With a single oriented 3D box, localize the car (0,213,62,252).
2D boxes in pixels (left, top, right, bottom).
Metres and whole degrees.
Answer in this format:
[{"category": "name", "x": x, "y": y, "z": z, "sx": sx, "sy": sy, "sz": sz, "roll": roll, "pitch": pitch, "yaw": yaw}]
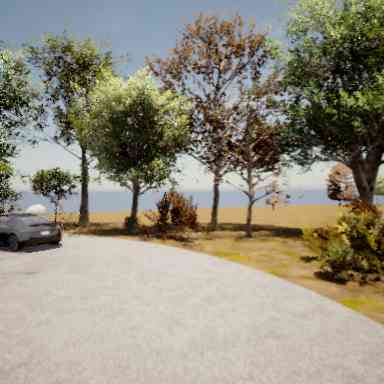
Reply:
[{"category": "car", "x": -7.546, "y": 1.609, "z": 14.187, "sx": 4.181, "sy": 1.385, "sz": 1.994, "roll": 0, "pitch": 0, "yaw": 30}]
